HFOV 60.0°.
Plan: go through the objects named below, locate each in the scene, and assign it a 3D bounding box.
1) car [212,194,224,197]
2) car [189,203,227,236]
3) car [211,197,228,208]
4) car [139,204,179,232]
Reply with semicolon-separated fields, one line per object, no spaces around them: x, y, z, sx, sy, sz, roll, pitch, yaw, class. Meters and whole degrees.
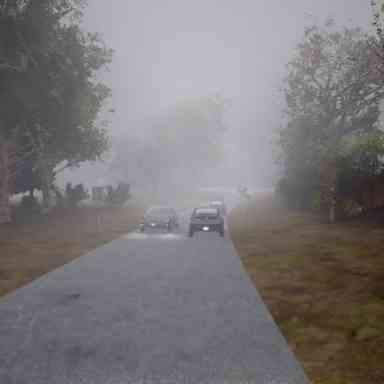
4.741;1.042;61.786;1.895;1.301;4.718;2;3;14;car
0.856;1.572;18.836;1.837;1.490;4.892;0;-1;4;car
2.854;1.657;37.025;1.812;1.442;4.674;1;1;8;car
-1.947;1.566;20.760;1.837;1.490;4.892;0;0;5;car
